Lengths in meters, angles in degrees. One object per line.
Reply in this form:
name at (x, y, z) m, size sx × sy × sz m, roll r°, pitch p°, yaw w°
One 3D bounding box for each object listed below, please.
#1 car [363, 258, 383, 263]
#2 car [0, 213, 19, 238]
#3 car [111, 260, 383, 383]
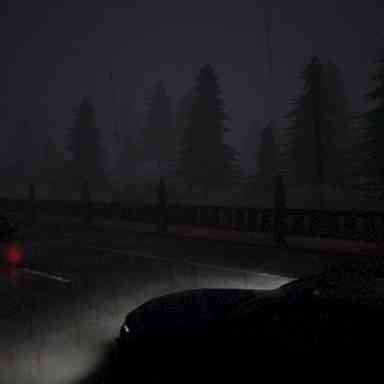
car at (4.267, 1.567, 5.247) m, size 4.181 × 1.385 × 1.994 m, roll 0°, pitch 0°, yaw 35°
car at (-10.191, 1.485, 15.560) m, size 4.718 × 1.301 × 1.895 m, roll 0°, pitch 0°, yaw 35°
car at (1.301, 1.521, 3.064) m, size 4.674 × 1.442 × 1.812 m, roll 1°, pitch 0°, yaw 36°
